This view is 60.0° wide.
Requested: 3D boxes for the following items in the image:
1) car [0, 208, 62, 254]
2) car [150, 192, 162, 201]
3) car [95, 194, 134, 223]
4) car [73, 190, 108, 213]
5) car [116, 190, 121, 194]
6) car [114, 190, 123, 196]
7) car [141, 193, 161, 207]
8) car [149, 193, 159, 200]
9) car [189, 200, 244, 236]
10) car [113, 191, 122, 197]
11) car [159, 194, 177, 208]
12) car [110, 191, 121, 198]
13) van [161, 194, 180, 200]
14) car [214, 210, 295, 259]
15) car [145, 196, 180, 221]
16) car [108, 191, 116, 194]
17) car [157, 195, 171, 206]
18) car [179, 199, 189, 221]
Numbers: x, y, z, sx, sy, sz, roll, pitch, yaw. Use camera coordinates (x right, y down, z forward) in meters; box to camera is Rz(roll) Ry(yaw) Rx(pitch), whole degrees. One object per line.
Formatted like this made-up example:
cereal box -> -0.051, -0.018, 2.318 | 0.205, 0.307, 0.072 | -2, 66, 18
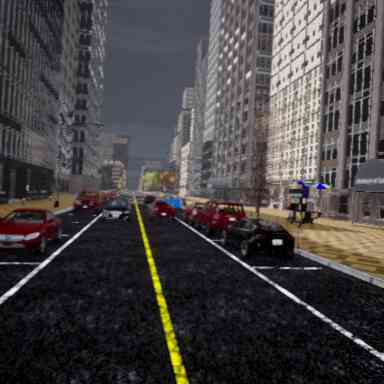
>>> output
car -> -5.730, 1.239, 11.746 | 1.802, 1.307, 4.206 | 4, 0, -10
car -> -7.318, 0.967, 67.747 | 1.967, 1.590, 4.097 | 4, 0, -10
car -> -5.094, 1.179, 22.873 | 2.128, 1.511, 4.902 | 3, 0, -10
car -> -8.662, 0.790, 28.099 | 2.192, 1.841, 5.009 | 4, 0, -10
car -> -14.575, 0.652, 60.805 | 1.887, 1.381, 4.507 | 4, 0, -10
car -> -19.483, 0.241, 88.061 | 1.967, 1.590, 4.097 | 4, 0, -10
car -> -5.351, 1.166, 42.223 | 1.837, 1.490, 4.892 | 3, 1, -10
car -> -8.337, 0.989, 73.364 | 1.752, 1.417, 4.829 | 4, 0, -10
car -> 1.537, 1.392, 18.687 | 2.192, 1.841, 5.009 | 4, 0, -10
car -> -18.506, 0.407, 82.609 | 1.887, 1.381, 4.507 | 4, 0, -10
car -> -3.387, 1.212, 45.943 | 1.967, 1.590, 4.097 | 4, 0, -10
car -> -16.541, 0.536, 71.707 | 2.008, 1.369, 4.403 | 4, 0, -10
van -> -2.397, 1.174, 40.491 | 1.690, 1.788, 3.998 | 4, 0, -10
car -> 2.504, 1.704, 13.236 | 1.947, 1.339, 4.313 | 4, 0, -10
car -> -2.381, 1.369, 25.710 | 1.812, 1.442, 4.674 | 3, 0, -10
car -> -11.626, 0.836, 44.453 | 1.887, 1.381, 4.507 | 4, 0, -10
car -> -4.405, 1.234, 51.561 | 1.752, 1.417, 4.829 | 4, 0, -10
car -> 0.545, 1.456, 24.138 | 1.967, 1.590, 4.097 | 4, 0, -10
